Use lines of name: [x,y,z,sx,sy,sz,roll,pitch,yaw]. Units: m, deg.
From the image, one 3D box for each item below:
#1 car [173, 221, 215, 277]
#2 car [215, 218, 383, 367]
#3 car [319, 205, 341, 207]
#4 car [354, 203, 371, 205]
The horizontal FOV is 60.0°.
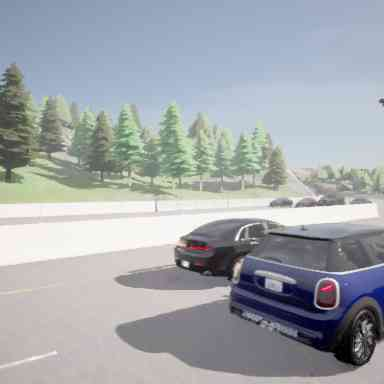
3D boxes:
car: [1.751,1.504,9.586,4.892,1.490,1.837,0,0,-38]
car: [2.865,1.352,6.034,4.553,1.767,2.097,0,0,-37]
car: [18.771,1.221,44.650,2.150,2.045,5.566,0,0,42]
car: [21.403,1.511,42.344,1.837,1.490,4.892,0,0,42]
